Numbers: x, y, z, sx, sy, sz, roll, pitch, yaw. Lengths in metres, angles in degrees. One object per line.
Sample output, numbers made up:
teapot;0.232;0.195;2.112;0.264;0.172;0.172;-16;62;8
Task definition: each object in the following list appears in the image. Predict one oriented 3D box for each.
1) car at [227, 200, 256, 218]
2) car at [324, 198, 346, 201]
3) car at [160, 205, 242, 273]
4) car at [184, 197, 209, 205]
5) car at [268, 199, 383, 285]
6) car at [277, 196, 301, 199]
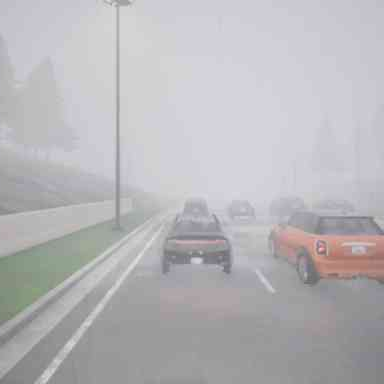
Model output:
car;3.819;1.283;26.514;1.994;1.385;4.181;0;1;1
car;10.799;1.234;25.808;2.128;1.511;4.902;0;1;1
car;0.123;1.379;10.233;2.128;1.511;4.902;0;1;0
car;0.340;1.179;27.406;1.882;1.535;5.008;0;1;2
car;3.619;1.257;9.331;2.097;1.767;4.553;0;1;0
car;7.294;1.089;25.553;2.097;1.767;4.553;0;1;1
